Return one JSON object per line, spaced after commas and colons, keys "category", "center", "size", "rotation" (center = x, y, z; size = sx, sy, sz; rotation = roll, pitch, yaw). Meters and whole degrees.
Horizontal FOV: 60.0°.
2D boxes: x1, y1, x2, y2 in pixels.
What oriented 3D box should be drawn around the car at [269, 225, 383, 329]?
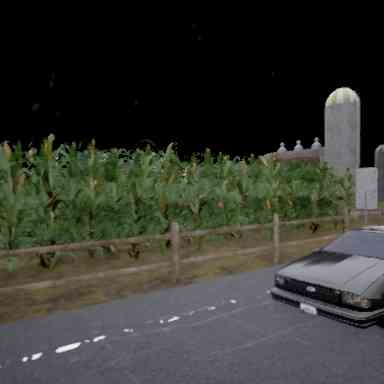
{"category": "car", "center": [4.021, 1.437, 6.846], "size": [5.357, 1.411, 2.033], "rotation": [-1, 1, -35]}
